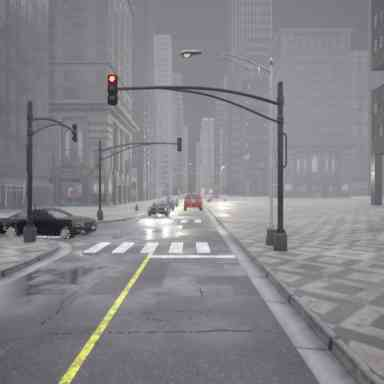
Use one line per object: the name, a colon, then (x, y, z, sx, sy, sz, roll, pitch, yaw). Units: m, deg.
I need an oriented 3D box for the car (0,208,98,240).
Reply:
car: (-7.301, 1.550, 17.030, 5.008, 1.535, 1.882, -1, 0, 14)

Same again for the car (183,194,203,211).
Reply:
car: (0.137, 1.219, 41.270, 2.150, 2.045, 5.566, 0, 0, 0)

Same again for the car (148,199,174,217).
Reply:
car: (-3.087, 1.598, 31.937, 1.895, 1.301, 4.718, 0, 0, 0)

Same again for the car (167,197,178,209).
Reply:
car: (-3.084, 1.600, 41.281, 1.895, 1.301, 4.718, 0, 0, 0)
